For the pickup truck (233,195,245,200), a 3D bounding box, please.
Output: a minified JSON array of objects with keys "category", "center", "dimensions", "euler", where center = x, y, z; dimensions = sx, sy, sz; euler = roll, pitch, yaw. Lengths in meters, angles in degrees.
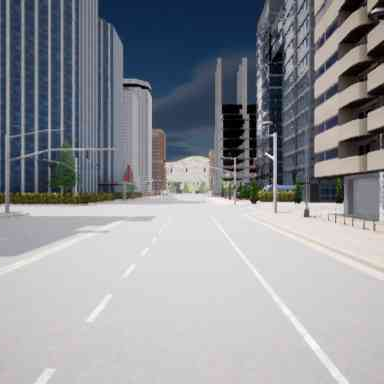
[{"category":"pickup truck","center":[13.121,1.035,88.674],"dimensions":[2.390,2.098,6.274],"euler":[0,0,31]}]
